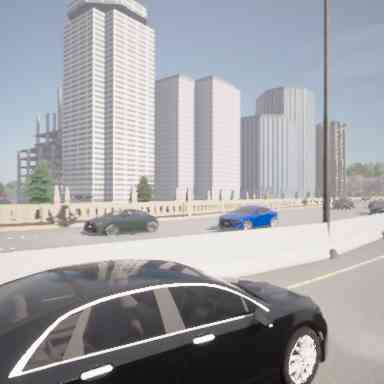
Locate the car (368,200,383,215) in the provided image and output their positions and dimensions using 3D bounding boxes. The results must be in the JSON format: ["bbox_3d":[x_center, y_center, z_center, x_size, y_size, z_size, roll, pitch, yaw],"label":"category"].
[{"bbox_3d":[21.185,1.779,37.006,1.812,1.442,4.674,0,-1,38],"label":"car"}]

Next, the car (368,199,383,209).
[{"bbox_3d":[29.877,1.929,53.560,1.994,1.385,4.181,0,0,39],"label":"car"}]

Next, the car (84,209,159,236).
[{"bbox_3d":[-3.947,1.667,19.056,4.181,1.385,1.994,0,0,-42],"label":"car"}]

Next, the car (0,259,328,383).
[{"bbox_3d":[-0.451,1.526,3.638,4.892,1.490,1.837,0,0,-37],"label":"car"}]

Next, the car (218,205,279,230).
[{"bbox_3d":[3.741,1.610,21.504,1.882,1.535,5.008,0,0,43],"label":"car"}]

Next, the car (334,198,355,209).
[{"bbox_3d":[23.380,1.690,51.034,2.097,1.767,4.553,0,0,39],"label":"car"}]
